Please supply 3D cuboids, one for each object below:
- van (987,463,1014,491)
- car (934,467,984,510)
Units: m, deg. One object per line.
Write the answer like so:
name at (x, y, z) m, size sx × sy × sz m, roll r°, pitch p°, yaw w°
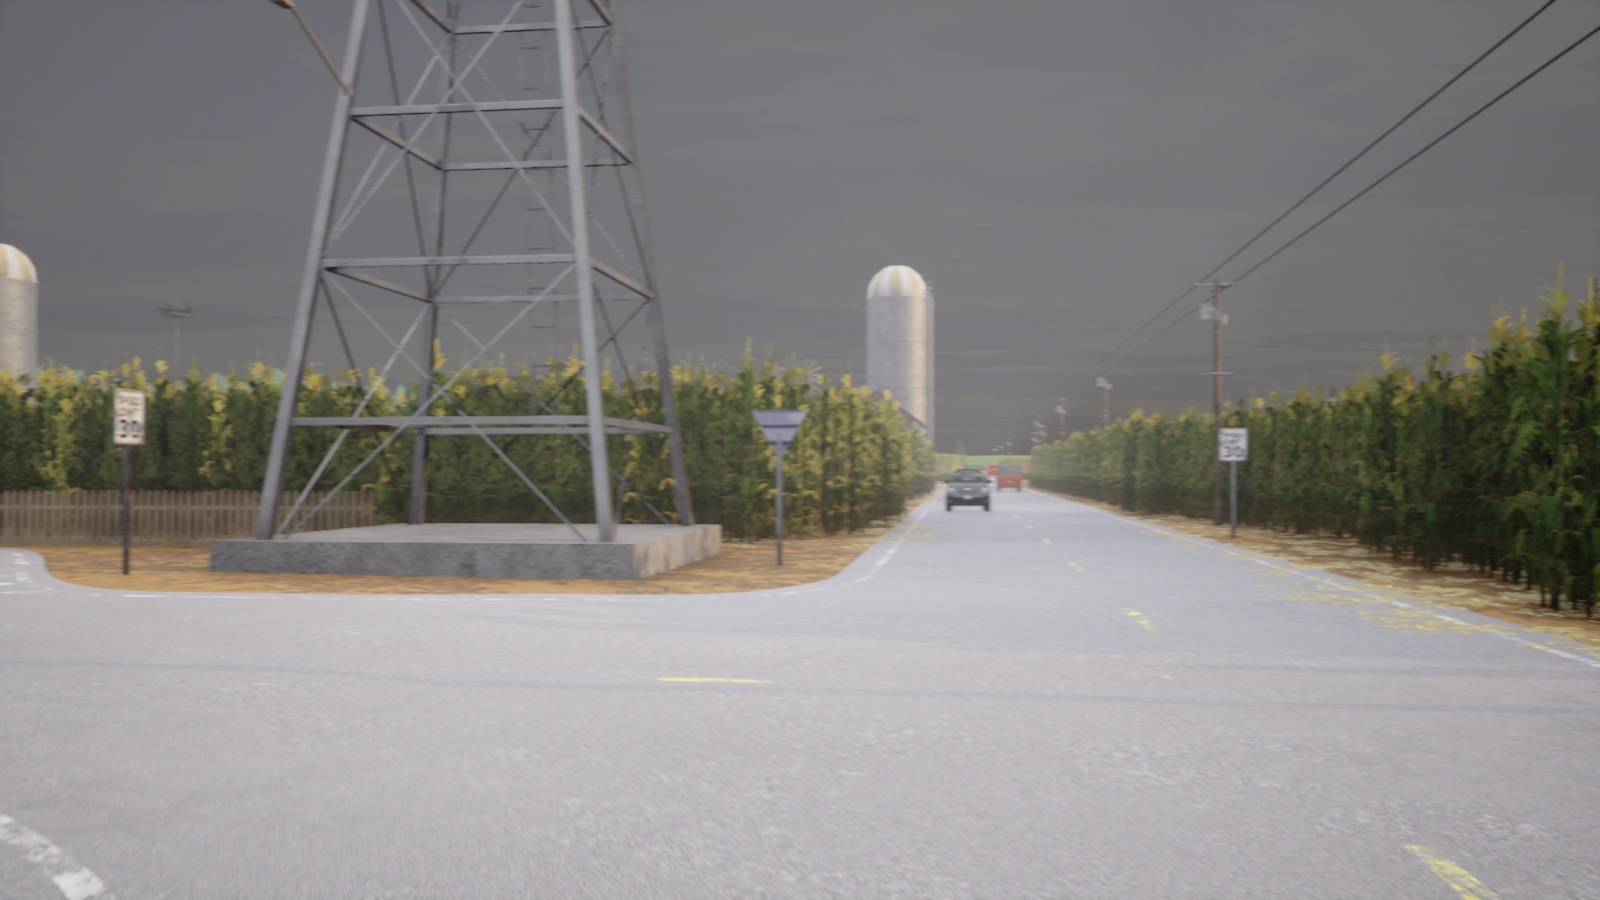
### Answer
van at (14.684, 1.983, 92.337) m, size 1.775 × 1.987 × 4.442 m, roll -1°, pitch -1°, yaw 7°
car at (6.200, 1.478, 48.996) m, size 1.851 × 1.617 × 3.988 m, roll -1°, pitch -1°, yaw 7°
